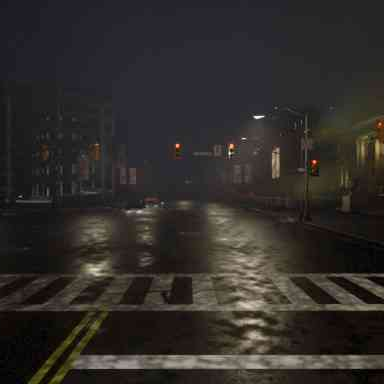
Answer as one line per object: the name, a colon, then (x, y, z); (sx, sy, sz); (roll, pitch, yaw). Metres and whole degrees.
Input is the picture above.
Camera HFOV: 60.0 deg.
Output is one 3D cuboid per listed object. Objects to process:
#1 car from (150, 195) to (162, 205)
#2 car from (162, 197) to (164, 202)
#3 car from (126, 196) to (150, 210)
car: (-7.012, 1.477, 58.933); (1.882, 1.535, 5.008); (0, 0, 0)
car: (-7.228, 1.500, 72.557); (1.837, 1.490, 4.892); (0, 0, -7)
car: (-7.032, 1.548, 42.158); (2.033, 1.411, 5.357); (0, 0, 0)
